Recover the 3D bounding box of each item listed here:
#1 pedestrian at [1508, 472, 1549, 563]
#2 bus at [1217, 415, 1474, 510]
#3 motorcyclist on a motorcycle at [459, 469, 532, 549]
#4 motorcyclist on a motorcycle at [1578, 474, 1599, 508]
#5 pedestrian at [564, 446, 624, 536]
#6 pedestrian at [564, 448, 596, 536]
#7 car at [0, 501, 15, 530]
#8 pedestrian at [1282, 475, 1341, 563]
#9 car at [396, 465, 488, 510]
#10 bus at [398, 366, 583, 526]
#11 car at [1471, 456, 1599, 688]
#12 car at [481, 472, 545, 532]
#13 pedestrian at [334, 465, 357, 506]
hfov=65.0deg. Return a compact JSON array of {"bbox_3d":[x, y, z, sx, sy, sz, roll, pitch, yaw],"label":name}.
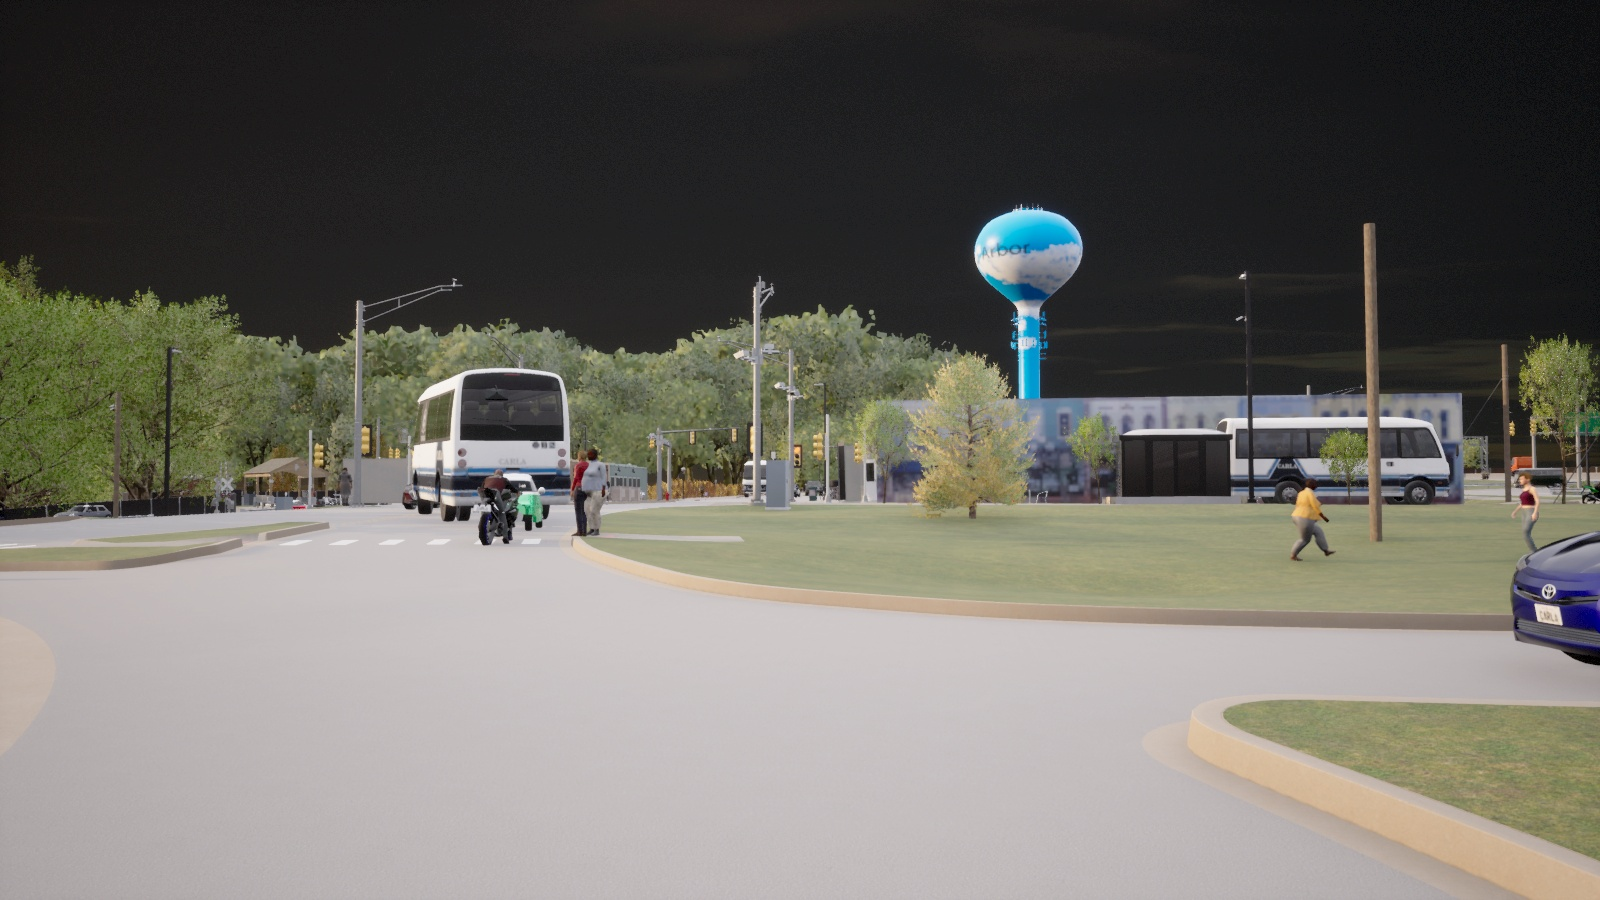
[{"bbox_3d":[14.972,1.385,25.816,0.594,1.836,0.345,0,-3,5],"label":"pedestrian"},{"bbox_3d":[25.258,0.647,58.804,10.273,4.253,3.944,0,-3,8],"label":"bus"},{"bbox_3d":[-6.113,1.153,25.371,0.866,1.530,2.191,0,-1,2],"label":"motorcyclist on a motorcycle"},{"bbox_3d":[36.385,1.853,56.626,2.044,1.523,0.797,-2,-3,21],"label":"motorcyclist on a motorcycle"},{"bbox_3d":[-4.345,0.871,26.520,0.874,1.855,0.900,-2,-4,45],"label":"pedestrian"},{"bbox_3d":[-4.635,0.887,26.489,0.636,1.846,0.331,-2,-3,42],"label":"pedestrian"},{"bbox_3d":[-52.336,4.215,79.891,1.905,1.878,3.866,-1,-1,14],"label":"car"},{"bbox_3d":[10.979,1.478,26.996,0.900,1.855,0.874,0,-3,3],"label":"pedestrian"},{"bbox_3d":[-13.705,1.433,48.395,2.033,1.649,4.856,0,-1,2],"label":"car"},{"bbox_3d":[-9.866,-0.054,38.899,3.944,4.253,10.273,0,-1,-23],"label":"bus"},{"bbox_3d":[7.532,0.823,8.826,4.514,1.525,2.007,0,-2,2],"label":"car"},{"bbox_3d":[-7.035,1.252,30.901,1.481,1.376,2.207,0,-1,-11],"label":"car"},{"bbox_3d":[-21.890,1.713,60.524,0.659,1.952,0.873,0,-3,8],"label":"pedestrian"}]
